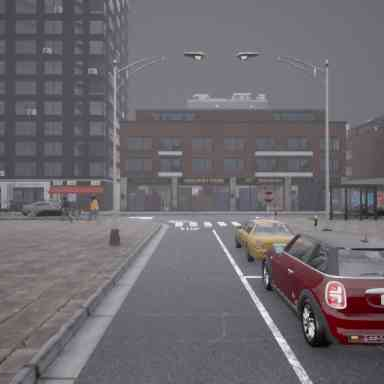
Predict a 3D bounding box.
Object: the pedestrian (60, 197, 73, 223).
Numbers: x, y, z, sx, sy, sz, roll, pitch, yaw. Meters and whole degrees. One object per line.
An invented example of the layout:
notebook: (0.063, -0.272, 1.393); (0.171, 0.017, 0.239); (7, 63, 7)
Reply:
pedestrian: (-8.412, 1.154, 22.247); (0.375, 1.860, 0.375); (0, 0, 0)

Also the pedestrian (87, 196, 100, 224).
pedestrian: (-6.380, 1.132, 21.591); (0.375, 1.860, 0.375); (0, 0, 0)

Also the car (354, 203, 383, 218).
car: (15.494, 1.566, 27.984); (4.718, 1.301, 1.895); (0, 0, -1)

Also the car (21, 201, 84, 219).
car: (-11.569, 1.507, 27.748); (4.902, 1.511, 2.128); (0, 0, -1)

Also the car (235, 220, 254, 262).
car: (2.575, 1.529, 11.921); (1.752, 1.417, 4.829); (0, 0, 0)

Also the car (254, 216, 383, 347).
car: (2.609, 1.442, 6.313); (1.967, 1.590, 4.097); (0, 0, 0)
